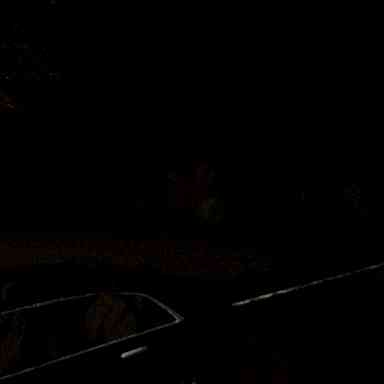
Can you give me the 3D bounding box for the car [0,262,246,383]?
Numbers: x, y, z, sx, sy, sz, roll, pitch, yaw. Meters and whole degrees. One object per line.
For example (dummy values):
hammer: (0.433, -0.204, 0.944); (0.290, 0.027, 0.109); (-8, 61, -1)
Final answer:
car: (-1.700, 1.504, 2.790); (4.892, 1.490, 1.837); (-1, 0, -36)
